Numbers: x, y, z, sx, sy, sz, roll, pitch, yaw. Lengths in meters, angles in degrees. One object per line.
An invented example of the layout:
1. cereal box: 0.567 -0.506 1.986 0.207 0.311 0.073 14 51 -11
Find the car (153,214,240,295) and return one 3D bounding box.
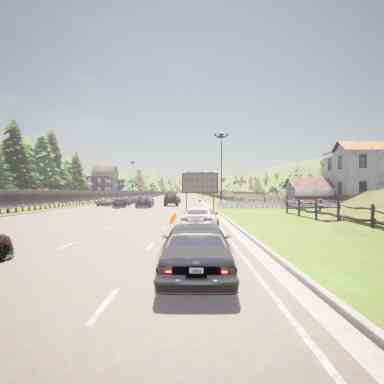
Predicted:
1. car: 0.112 1.547 8.852 2.033 1.411 5.357 0 0 1

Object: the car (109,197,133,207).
1. car: -10.323 1.489 49.285 2.128 1.511 4.902 0 0 0

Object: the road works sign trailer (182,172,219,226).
1. road works sign trailer: 0.524 0.464 22.082 2.380 3.560 2.880 0 0 -3

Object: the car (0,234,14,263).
1. car: -6.885 1.564 9.328 1.994 1.385 4.181 0 0 0

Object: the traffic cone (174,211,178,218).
1. traffic cone: -1.448 1.955 25.209 0.340 0.580 0.340 0 0 0

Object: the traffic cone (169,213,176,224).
1. traffic cone: -1.451 1.955 23.209 0.340 0.580 0.340 0 0 0

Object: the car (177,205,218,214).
1. car: 0.444 1.541 18.469 1.812 1.442 4.674 -1 -1 7

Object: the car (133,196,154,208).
1. car: -6.827 1.352 48.544 2.097 1.767 4.553 0 0 1

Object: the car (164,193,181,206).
1. car: -3.316 1.221 53.390 2.150 2.045 5.566 0 0 0

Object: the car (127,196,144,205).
1. car: -10.304 1.547 61.054 2.033 1.411 5.357 0 0 0

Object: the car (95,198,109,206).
1. car: -13.817 1.601 52.923 1.895 1.301 4.718 0 0 0

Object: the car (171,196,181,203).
1. car: -3.292 1.564 68.605 1.994 1.385 4.181 0 0 0
